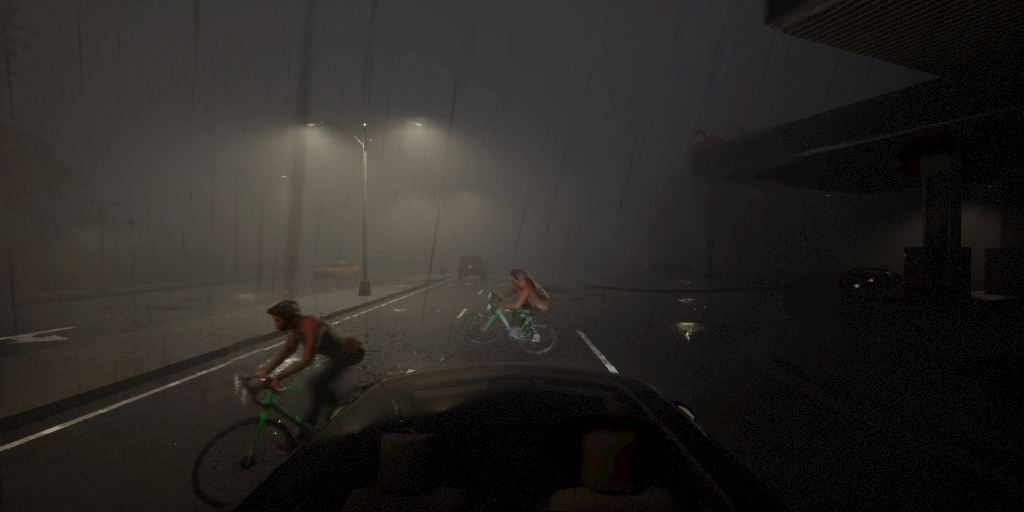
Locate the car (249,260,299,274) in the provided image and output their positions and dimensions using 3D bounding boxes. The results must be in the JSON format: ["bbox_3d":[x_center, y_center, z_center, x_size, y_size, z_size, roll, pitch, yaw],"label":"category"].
[{"bbox_3d":[-26.641,1.227,40.251,5.008,1.535,1.882,0,0,0],"label":"car"}]

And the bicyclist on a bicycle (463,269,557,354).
[{"bbox_3d":[0.080,0.959,5.989,1.656,1.620,0.582,12,28,-7],"label":"bicyclist on a bicycle"}]

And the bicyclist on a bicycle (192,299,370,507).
[{"bbox_3d":[-1.852,1.205,3.274,0.582,1.620,1.656,0,2,44],"label":"bicyclist on a bicycle"}]

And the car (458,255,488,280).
[{"bbox_3d":[-3.350,0.972,31.334,2.150,2.045,5.566,0,0,0],"label":"car"}]

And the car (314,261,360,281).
[{"bbox_3d":[-14.709,1.227,30.389,1.882,1.535,5.008,0,0,3],"label":"car"}]

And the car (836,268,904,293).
[{"bbox_3d":[21.170,1.351,20.932,4.718,1.301,1.895,0,0,-26],"label":"car"}]

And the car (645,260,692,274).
[{"bbox_3d":[17.509,1.241,40.082,4.902,1.511,2.128,0,0,1],"label":"car"}]
